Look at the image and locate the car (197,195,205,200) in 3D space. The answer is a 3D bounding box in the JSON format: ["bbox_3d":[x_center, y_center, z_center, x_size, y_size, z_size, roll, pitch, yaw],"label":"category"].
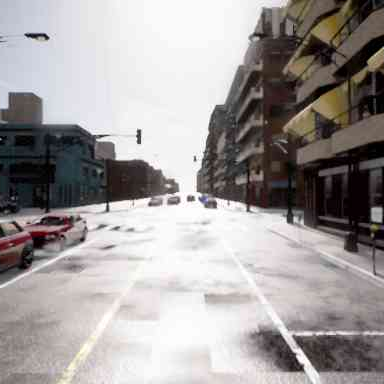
[{"bbox_3d":[2.444,1.456,91.074,1.947,1.339,4.313,1,0,0],"label":"car"}]

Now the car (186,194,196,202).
[{"bbox_3d":[-0.216,1.268,76.291,2.097,1.767,4.553,0,0,0],"label":"car"}]

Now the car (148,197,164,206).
[{"bbox_3d":[-5.827,1.539,51.949,1.802,1.307,4.206,1,0,0],"label":"car"}]

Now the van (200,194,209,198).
[{"bbox_3d":[2.557,1.300,52.007,1.690,1.788,3.998,1,0,0],"label":"van"}]

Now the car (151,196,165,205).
[{"bbox_3d":[-5.842,1.494,57.529,1.887,1.381,4.507,1,0,0],"label":"car"}]

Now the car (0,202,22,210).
[{"bbox_3d":[-19.815,1.678,34.159,4.403,1.369,2.008,0,-1,1],"label":"car"}]

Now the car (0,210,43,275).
[{"bbox_3d":[-5.669,1.437,8.239,1.967,1.590,4.097,1,0,0],"label":"car"}]

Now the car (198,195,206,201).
[{"bbox_3d":[2.460,1.468,85.493,1.947,1.339,4.313,1,0,0],"label":"car"}]

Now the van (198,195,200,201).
[{"bbox_3d":[2.526,1.284,63.170,1.690,1.788,3.998,1,0,0],"label":"van"}]

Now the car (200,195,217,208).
[{"bbox_3d":[2.570,1.517,46.428,2.008,1.369,4.403,1,0,0],"label":"car"}]

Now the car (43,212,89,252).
[{"bbox_3d":[-5.686,1.539,13.885,1.887,1.381,4.507,1,0,0],"label":"car"}]

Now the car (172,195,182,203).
[{"bbox_3d":[-3.201,1.408,70.655,1.882,1.535,5.008,0,0,0],"label":"car"}]

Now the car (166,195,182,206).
[{"bbox_3d":[-3.211,1.430,55.461,1.882,1.535,5.008,0,0,0],"label":"car"}]
